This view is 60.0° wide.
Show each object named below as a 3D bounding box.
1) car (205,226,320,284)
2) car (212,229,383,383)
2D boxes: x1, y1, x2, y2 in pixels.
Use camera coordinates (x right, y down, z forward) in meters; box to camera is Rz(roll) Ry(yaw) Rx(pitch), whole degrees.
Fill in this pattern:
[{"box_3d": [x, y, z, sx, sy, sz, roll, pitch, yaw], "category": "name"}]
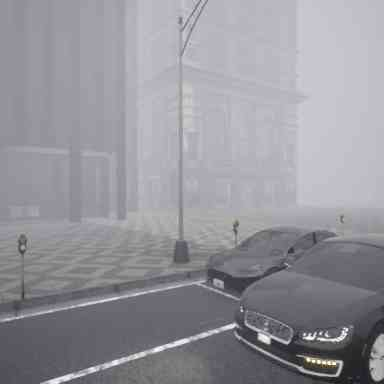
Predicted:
[{"box_3d": [2.339, 1.565, 8.298, 4.313, 1.339, 1.947, 0, 0, -35], "category": "car"}, {"box_3d": [2.845, 1.504, 5.389, 4.892, 1.490, 1.837, 0, 0, -35], "category": "car"}]
